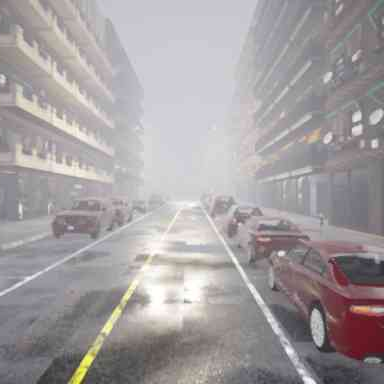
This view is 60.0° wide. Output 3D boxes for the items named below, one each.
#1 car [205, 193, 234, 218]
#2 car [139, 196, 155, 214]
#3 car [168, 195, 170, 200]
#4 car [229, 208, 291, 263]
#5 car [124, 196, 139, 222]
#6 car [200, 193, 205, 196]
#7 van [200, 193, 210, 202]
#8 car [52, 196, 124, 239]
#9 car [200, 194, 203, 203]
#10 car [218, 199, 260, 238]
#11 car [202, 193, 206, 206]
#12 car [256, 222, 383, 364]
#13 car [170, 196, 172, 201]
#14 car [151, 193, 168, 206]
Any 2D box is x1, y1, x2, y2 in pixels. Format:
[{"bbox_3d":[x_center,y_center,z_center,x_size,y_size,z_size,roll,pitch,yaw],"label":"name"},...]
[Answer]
[{"bbox_3d":[2.559,1.185,28.026,2.192,1.841,5.009,1,0,0],"label":"car"},{"bbox_3d":[-5.293,1.415,33.620,1.947,1.339,4.313,1,0,0],"label":"car"},{"bbox_3d":[-5.290,1.329,55.740,1.887,1.381,4.507,1,0,0],"label":"car"},{"bbox_3d":[2.586,1.488,11.434,1.887,1.381,4.507,1,0,0],"label":"car"},{"bbox_3d":[-5.288,1.208,22.556,2.192,1.841,5.009,1,0,0],"label":"car"},{"bbox_3d":[2.562,1.088,61.215,2.192,1.841,5.009,1,0,0],"label":"car"},{"bbox_3d":[2.561,1.105,66.747,1.690,1.788,3.998,1,0,0],"label":"van"},{"bbox_3d":[-5.288,1.233,17.026,2.192,1.841,5.009,1,0,0],"label":"car"},{"bbox_3d":[2.555,1.380,50.153,1.802,1.307,4.206,1,0,0],"label":"car"},{"bbox_3d":[2.596,1.358,16.965,1.967,1.590,4.097,1,0,0],"label":"car"},{"bbox_3d":[2.557,1.271,39.090,1.967,1.590,4.097,1,0,0],"label":"car"},{"bbox_3d":[2.585,1.514,5.904,1.887,1.381,4.507,1,0,0],"label":"car"},{"bbox_3d":[-5.290,1.339,72.334,1.802,1.307,4.206,1,0,0],"label":"car"},{"bbox_3d":[-5.285,1.113,50.208,2.192,1.841,5.009,1,0,0],"label":"car"}]
